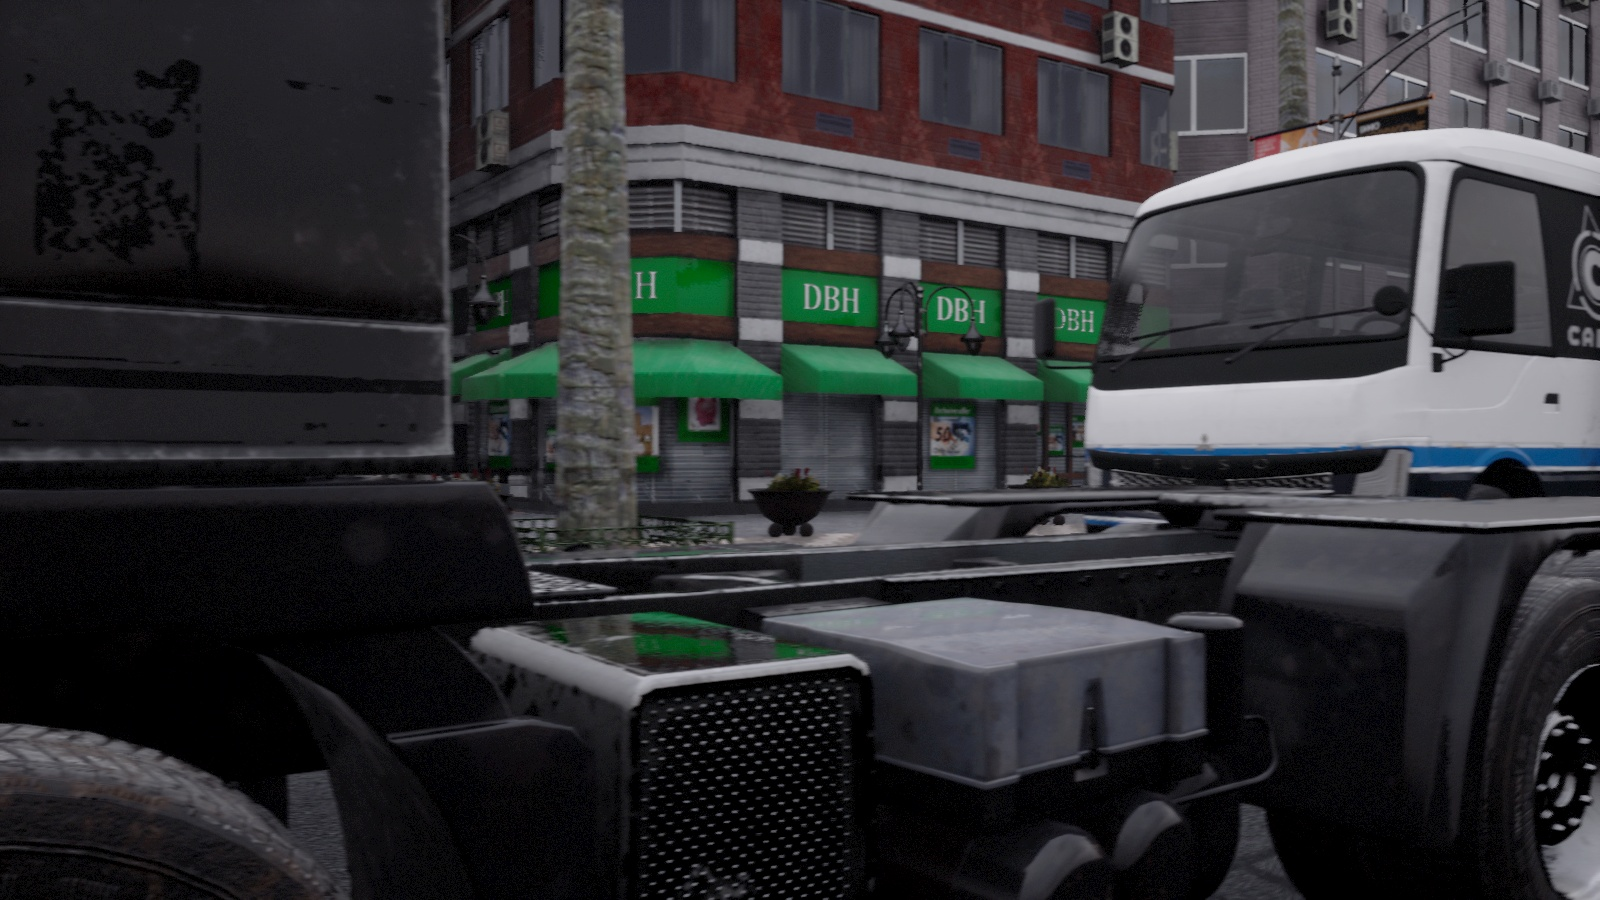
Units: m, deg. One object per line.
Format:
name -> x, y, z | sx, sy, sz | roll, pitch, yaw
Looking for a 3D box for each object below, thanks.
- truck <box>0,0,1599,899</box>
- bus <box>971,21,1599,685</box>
truck -> 0.077, -0.229, 3.689 | 7.936, 3.462, 2.891 | 0, 0, -34
bus -> 6.903, -0.616, 12.553 | 10.273, 4.253, 3.944 | 0, 0, -34
